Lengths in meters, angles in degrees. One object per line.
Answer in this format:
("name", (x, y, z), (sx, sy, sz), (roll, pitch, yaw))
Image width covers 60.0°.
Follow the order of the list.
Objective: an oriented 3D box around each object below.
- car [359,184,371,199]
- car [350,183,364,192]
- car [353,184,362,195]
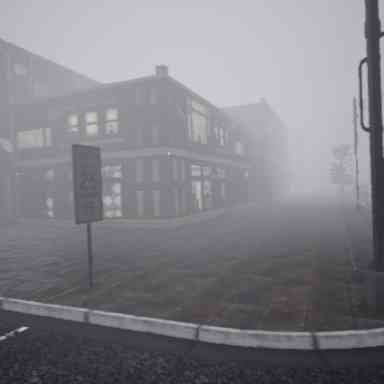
("car", (22.290, 0.124, 41.299), (1.752, 1.417, 4.829), (-2, 1, 23))
("car", (28.829, -0.562, 56.785), (2.192, 1.841, 5.009), (-2, 1, 23))
("car", (26.677, -0.169, 51.678), (2.008, 1.369, 4.403), (-2, 1, 23))
